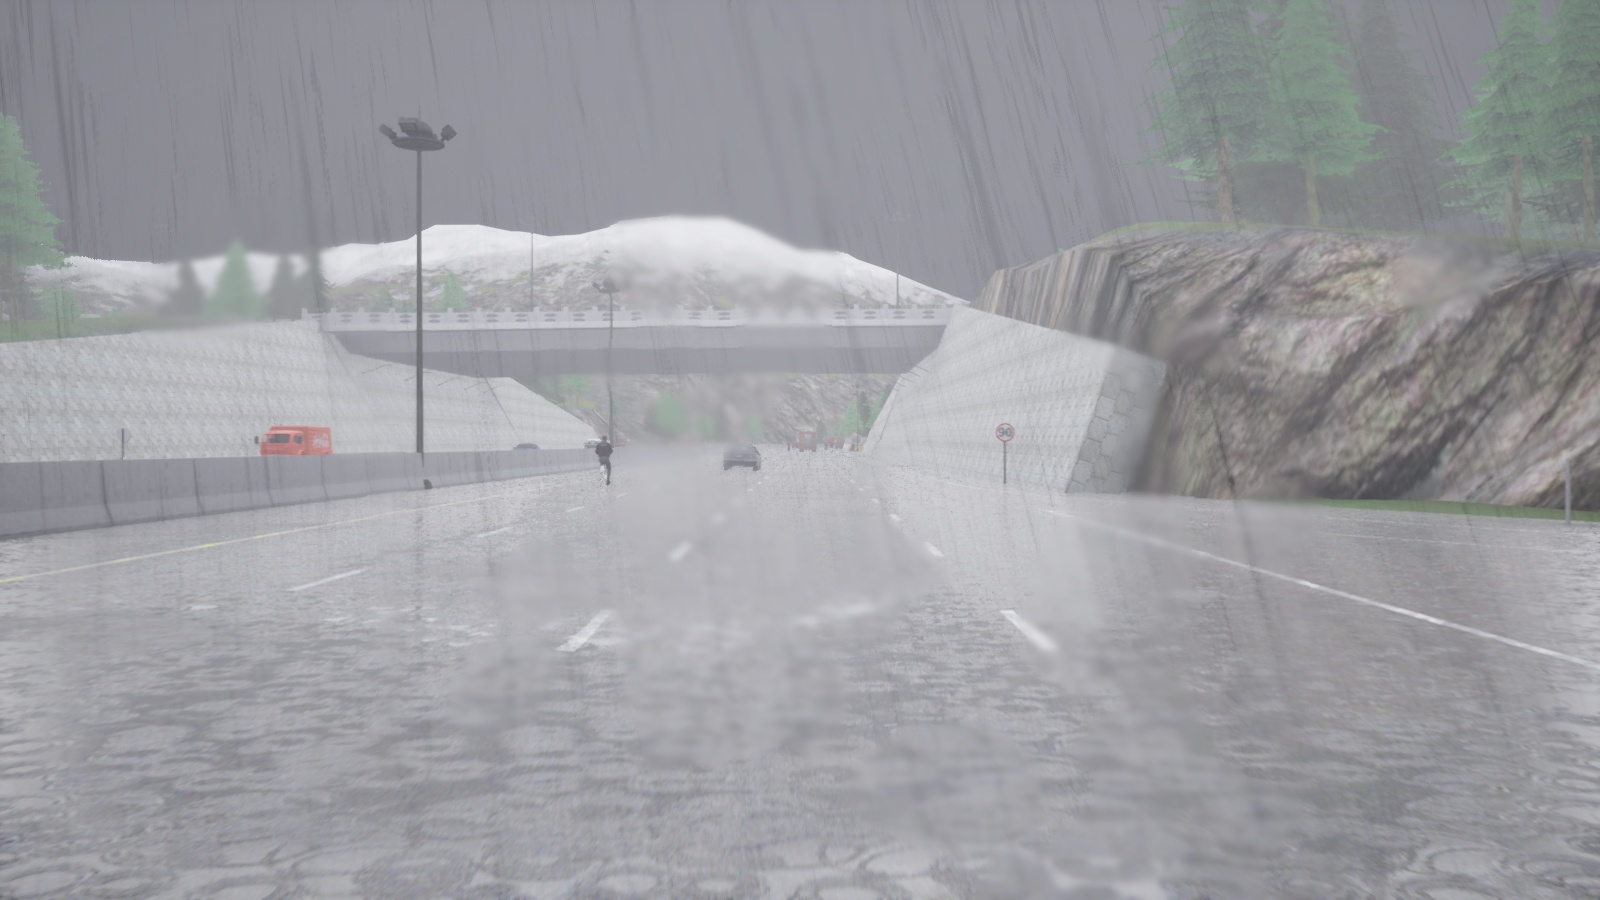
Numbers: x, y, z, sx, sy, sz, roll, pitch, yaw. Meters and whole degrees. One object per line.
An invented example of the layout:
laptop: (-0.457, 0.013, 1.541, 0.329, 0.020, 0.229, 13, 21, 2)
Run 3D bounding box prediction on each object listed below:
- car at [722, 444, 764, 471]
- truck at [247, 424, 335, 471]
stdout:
car: (-3.093, 0.403, 68.880, 2.033, 1.411, 5.357, 0, 0, 0)
truck: (-27.596, -0.147, 68.294, 2.627, 2.467, 5.204, 0, 0, 0)
